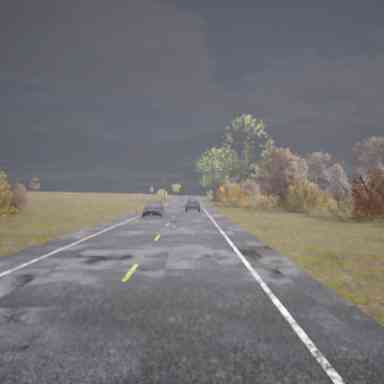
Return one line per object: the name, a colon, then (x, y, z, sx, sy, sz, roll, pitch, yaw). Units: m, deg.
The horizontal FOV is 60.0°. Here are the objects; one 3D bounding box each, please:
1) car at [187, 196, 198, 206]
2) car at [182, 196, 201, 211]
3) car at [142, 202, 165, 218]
car: (0.098, 1.599, 62.538, 2.097, 1.767, 4.553, 0, 0, 0)
car: (0.098, 1.659, 43.109, 2.128, 1.511, 4.902, 0, 0, 0)
car: (-3.600, 1.671, 32.052, 2.033, 1.411, 5.357, 0, 0, 0)
